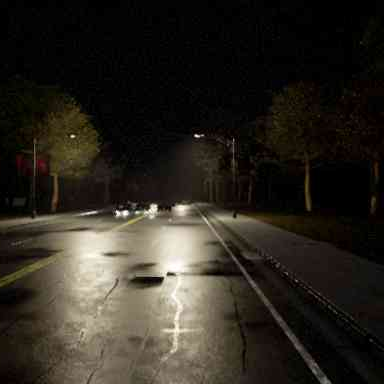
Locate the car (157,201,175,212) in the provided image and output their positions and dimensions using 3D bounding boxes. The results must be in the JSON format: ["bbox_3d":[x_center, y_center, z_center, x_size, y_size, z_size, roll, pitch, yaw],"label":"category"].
[{"bbox_3d":[-3.818,2.004,47.077,1.882,1.535,5.008,0,-1,-1],"label":"car"}]

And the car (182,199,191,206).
[{"bbox_3d":[-1.230,2.366,73.539,1.812,1.442,4.674,0,-1,-1],"label":"car"}]

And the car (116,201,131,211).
[{"bbox_3d":[-10.584,2.091,51.833,2.128,1.511,4.902,0,-1,-1],"label":"car"}]

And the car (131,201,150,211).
[{"bbox_3d":[-7.299,2.113,49.655,2.033,1.411,5.357,0,-1,-1],"label":"car"}]
